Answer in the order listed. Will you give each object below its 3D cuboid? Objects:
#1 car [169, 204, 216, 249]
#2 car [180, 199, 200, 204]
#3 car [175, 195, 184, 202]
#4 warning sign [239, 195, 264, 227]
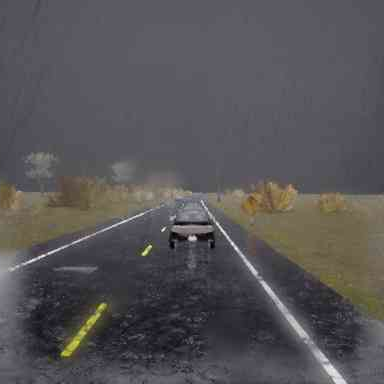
[{"bbox_3d":[0.023,1.503,14.631,2.128,1.511,4.902,0,0,0],"label":"car"},{"bbox_3d":[0.090,1.589,29.628,1.994,1.385,4.181,0,0,0],"label":"car"},{"bbox_3d":[-2.917,1.508,76.009,1.882,1.535,5.008,0,0,1],"label":"car"},{"bbox_3d":[3.572,1.125,20.031,1.300,1.860,1.060,-1,-1,0],"label":"warning sign"}]
